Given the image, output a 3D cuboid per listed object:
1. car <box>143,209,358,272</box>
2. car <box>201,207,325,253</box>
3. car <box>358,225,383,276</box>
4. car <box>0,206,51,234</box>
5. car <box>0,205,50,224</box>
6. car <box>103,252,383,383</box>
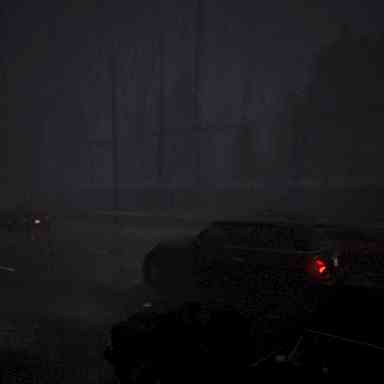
[{"bbox_3d":[1.016,1.369,7.565,4.553,1.767,2.097,0,0,36],"label":"car"},{"bbox_3d":[3.045,1.521,14.717,4.902,1.511,2.128,0,0,35],"label":"car"},{"bbox_3d":[3.962,1.575,9.766,4.181,1.385,1.994,0,0,36],"label":"car"},{"bbox_3d":[-10.400,1.663,20.009,4.181,1.385,1.994,0,0,35],"label":"car"},{"bbox_3d":[-13.544,1.731,26.550,4.718,1.301,1.895,0,0,36],"label":"car"},{"bbox_3d":[1.379,1.603,3.008,4.718,1.301,1.895,0,0,36],"label":"car"}]
